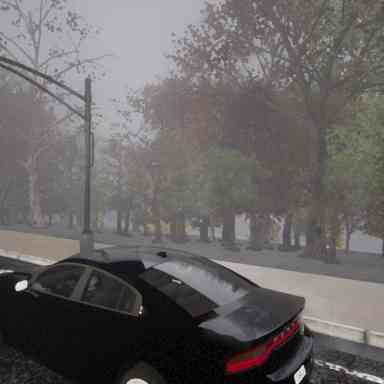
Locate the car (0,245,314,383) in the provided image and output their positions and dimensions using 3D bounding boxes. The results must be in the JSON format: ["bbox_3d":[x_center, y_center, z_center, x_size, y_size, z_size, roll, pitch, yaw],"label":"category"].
[{"bbox_3d":[-1.021,1.477,4.467,5.008,1.535,1.882,0,0,36],"label":"car"}]
